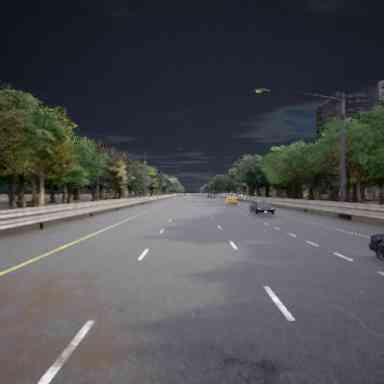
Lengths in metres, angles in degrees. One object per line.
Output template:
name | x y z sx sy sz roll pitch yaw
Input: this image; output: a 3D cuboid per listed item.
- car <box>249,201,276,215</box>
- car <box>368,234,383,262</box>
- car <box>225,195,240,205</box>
car | 7.005 1.612 33.794 1.895 1.301 4.718 0 0 0
car | 7.003 1.550 9.037 2.033 1.411 5.357 0 0 0
car | 7.038 1.538 59.956 1.882 1.535 5.008 0 0 0
